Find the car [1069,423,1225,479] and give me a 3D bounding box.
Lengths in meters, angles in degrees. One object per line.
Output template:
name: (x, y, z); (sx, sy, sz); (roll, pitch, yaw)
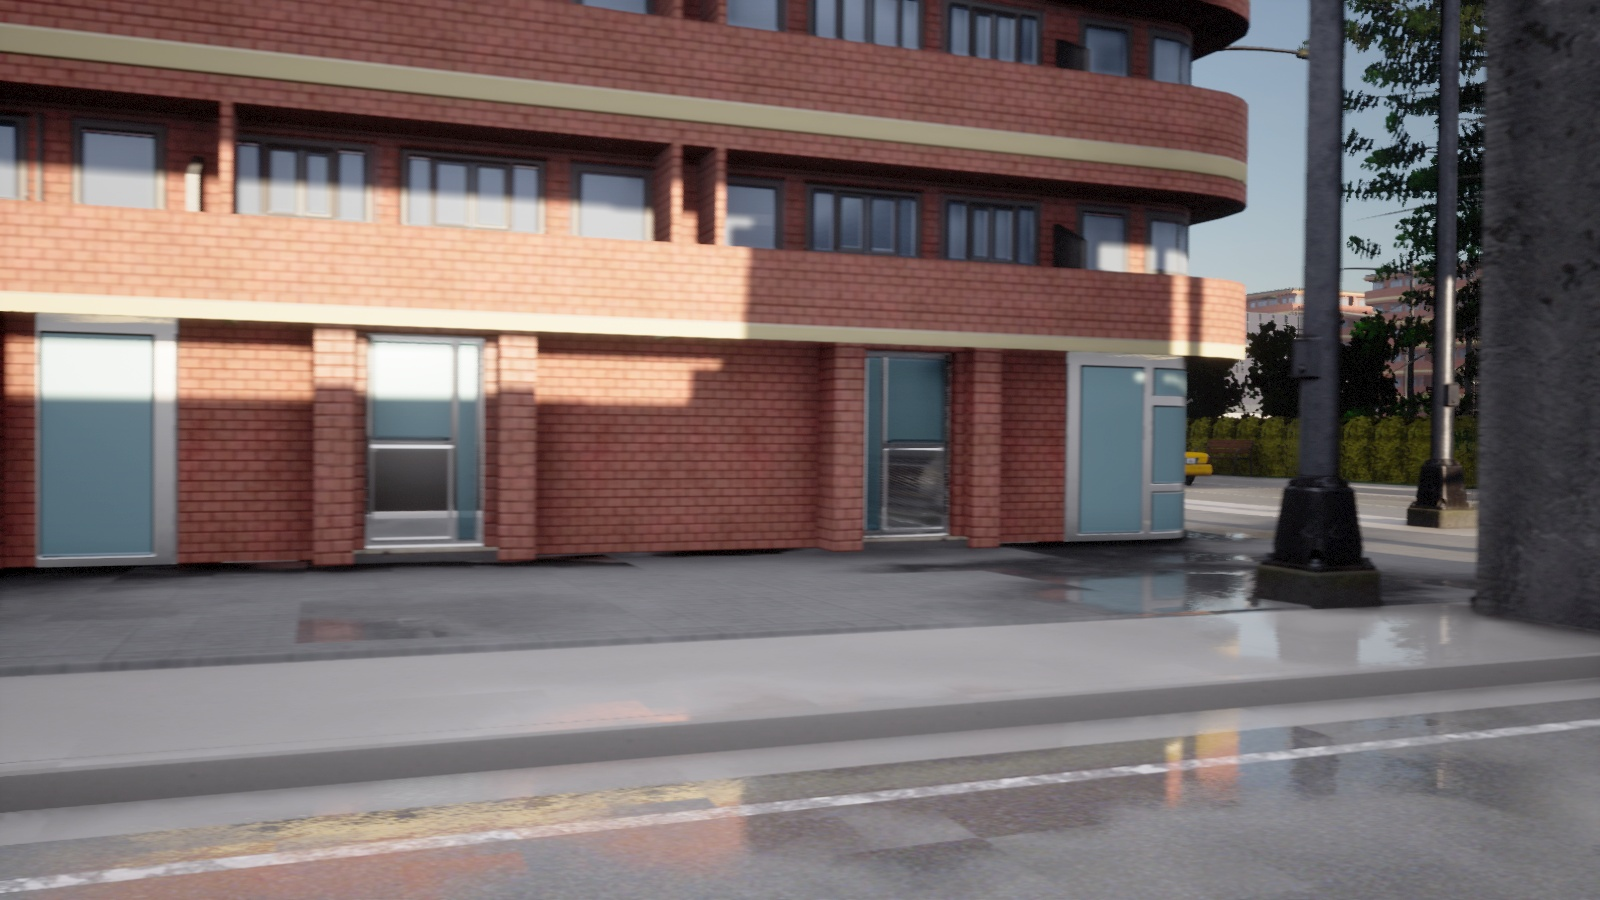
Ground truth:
car: (10.504, -0.004, 38.524); (1.801, 1.575, 5.366); (-1, 1, -20)
